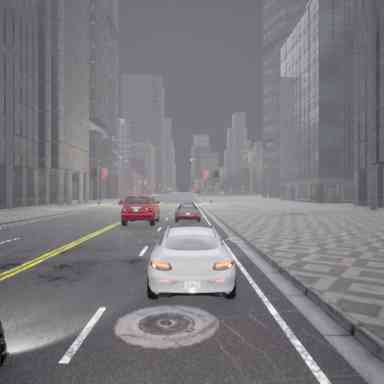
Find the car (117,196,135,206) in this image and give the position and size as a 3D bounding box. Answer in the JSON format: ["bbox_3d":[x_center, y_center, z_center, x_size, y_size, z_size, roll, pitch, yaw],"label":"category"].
[{"bbox_3d":[-10.654,1.400,53.917,1.882,1.535,5.008,0,0,-1],"label":"car"}]

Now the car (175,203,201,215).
[{"bbox_3d":[-0.332,1.552,26.123,1.994,1.385,4.181,0,0,-1],"label":"car"}]

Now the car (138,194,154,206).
[{"bbox_3d":[-7.407,1.270,54.260,2.097,1.767,4.553,0,0,-1],"label":"car"}]

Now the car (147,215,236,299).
[{"bbox_3d":[-0.031,1.523,8.318,1.812,1.442,4.674,0,0,-1],"label":"car"}]

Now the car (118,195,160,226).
[{"bbox_3d":[-3.535,1.212,23.402,2.150,2.045,5.566,0,0,-1],"label":"car"}]

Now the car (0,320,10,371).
[{"bbox_3d":[-3.181,1.563,2.324,1.994,1.385,4.181,0,0,-1],"label":"car"}]
